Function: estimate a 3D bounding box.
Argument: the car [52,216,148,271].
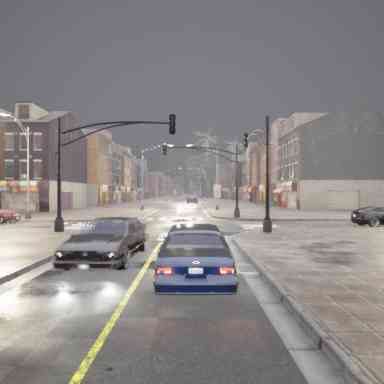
[{"bbox_3d":[-2.685,1.550,11.254,2.033,1.411,5.357,0,0,3],"label":"car"}]

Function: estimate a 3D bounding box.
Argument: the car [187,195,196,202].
[{"bbox_3d":[-0.093,1.550,75.782,1.882,1.535,5.008,0,0,0],"label":"car"}]

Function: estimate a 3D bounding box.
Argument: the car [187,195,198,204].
[{"bbox_3d":[0.019,1.410,66.121,2.097,1.767,4.553,0,0,0],"label":"car"}]

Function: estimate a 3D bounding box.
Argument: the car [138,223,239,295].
[{"bbox_3d":[0.069,1.549,8.848,2.033,1.411,5.357,0,0,0],"label":"car"}]

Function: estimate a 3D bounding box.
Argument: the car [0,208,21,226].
[{"bbox_3d":[-14.613,1.575,23.511,4.674,1.442,1.812,0,0,0],"label":"car"}]

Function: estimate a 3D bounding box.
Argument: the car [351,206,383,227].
[{"bbox_3d":[12.324,1.522,20.981,4.313,1.339,1.947,0,0,0],"label":"car"}]
